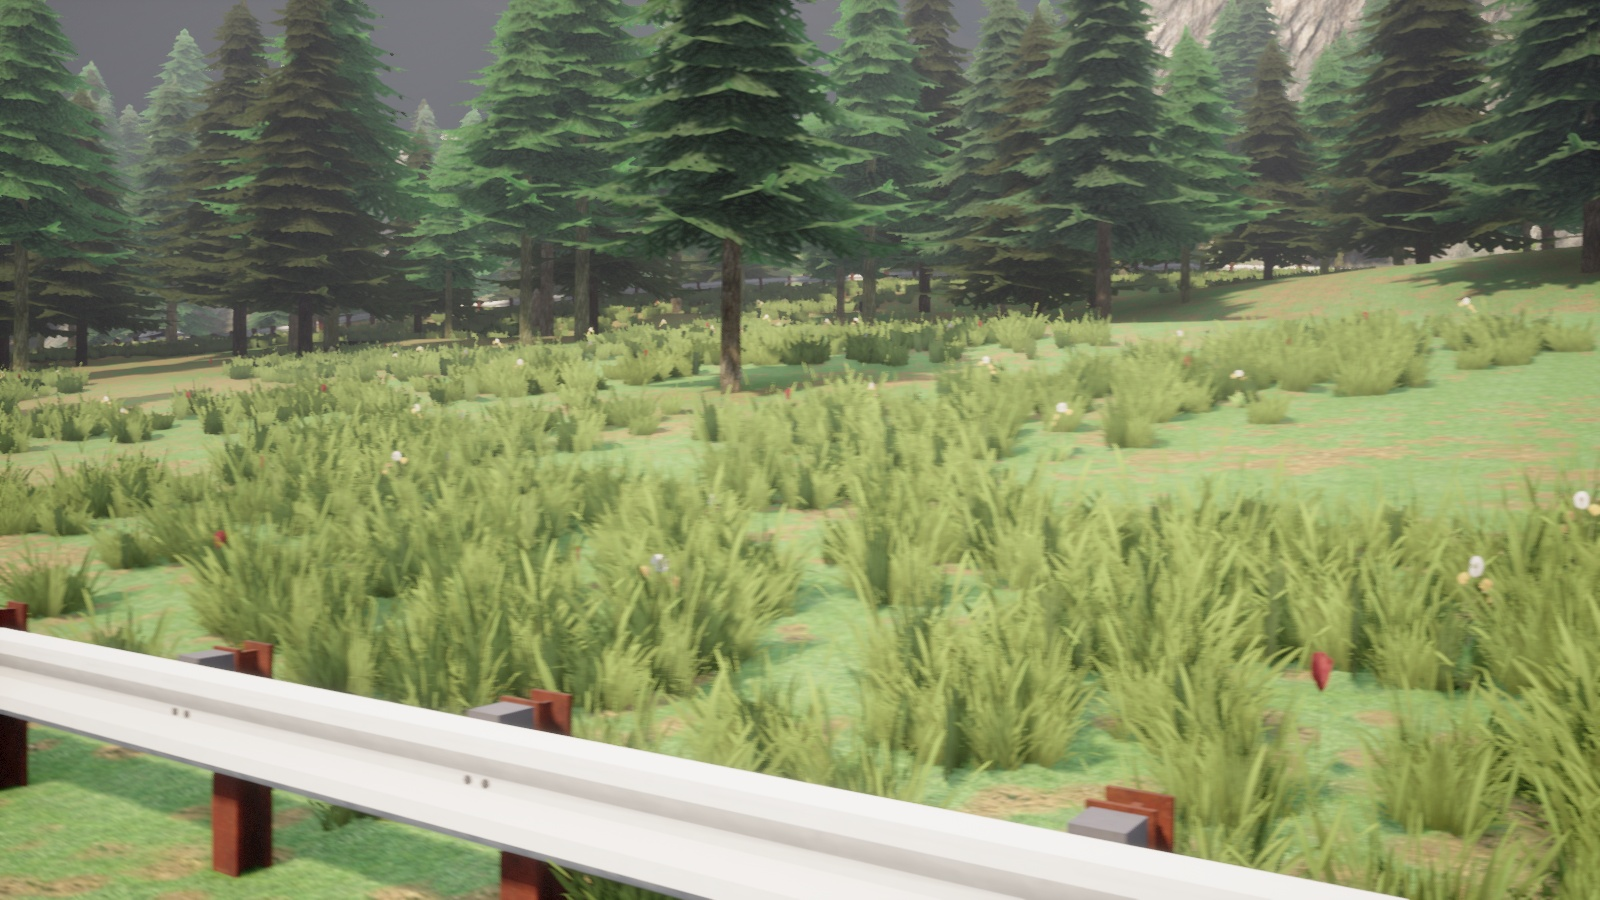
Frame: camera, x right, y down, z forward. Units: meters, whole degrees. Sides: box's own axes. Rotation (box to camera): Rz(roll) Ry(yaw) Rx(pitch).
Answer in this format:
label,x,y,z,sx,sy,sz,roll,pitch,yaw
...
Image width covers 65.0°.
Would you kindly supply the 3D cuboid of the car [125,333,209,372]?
label,x,y,z,sx,sy,sz,roll,pitch,yaw
car,-37.425,-5.741,74.212,4.856,1.649,2.033,-5,-2,30
